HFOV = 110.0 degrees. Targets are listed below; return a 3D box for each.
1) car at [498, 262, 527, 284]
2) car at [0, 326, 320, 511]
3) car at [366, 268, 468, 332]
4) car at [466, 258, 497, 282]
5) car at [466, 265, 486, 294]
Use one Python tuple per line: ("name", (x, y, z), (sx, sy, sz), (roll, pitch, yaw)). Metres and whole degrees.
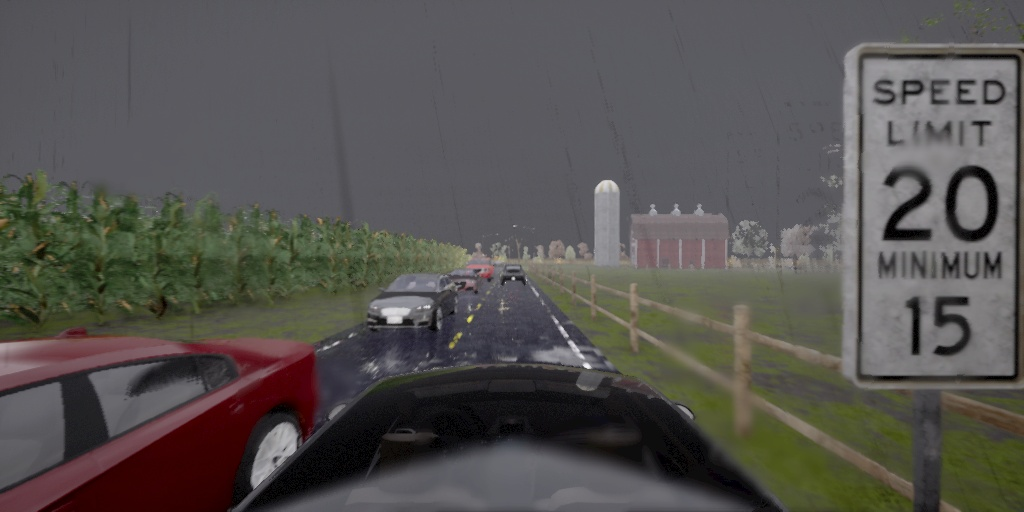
("car", (0.106, 1.417, 28.642), (1.837, 1.490, 4.892), (0, 0, 0))
("car", (-2.869, 1.227, 1.505), (1.882, 1.535, 5.008), (0, 0, 1))
("car", (-2.842, 1.296, 11.142), (2.128, 1.511, 4.902), (0, 0, 0))
("car", (-2.790, 1.156, 31.908), (2.150, 2.045, 5.566), (0, 0, 0))
("car", (-2.828, 1.430, 21.188), (1.994, 1.385, 4.181), (0, 0, 0))
